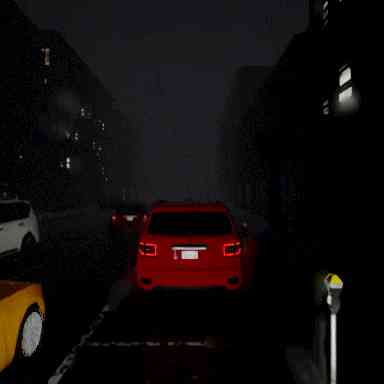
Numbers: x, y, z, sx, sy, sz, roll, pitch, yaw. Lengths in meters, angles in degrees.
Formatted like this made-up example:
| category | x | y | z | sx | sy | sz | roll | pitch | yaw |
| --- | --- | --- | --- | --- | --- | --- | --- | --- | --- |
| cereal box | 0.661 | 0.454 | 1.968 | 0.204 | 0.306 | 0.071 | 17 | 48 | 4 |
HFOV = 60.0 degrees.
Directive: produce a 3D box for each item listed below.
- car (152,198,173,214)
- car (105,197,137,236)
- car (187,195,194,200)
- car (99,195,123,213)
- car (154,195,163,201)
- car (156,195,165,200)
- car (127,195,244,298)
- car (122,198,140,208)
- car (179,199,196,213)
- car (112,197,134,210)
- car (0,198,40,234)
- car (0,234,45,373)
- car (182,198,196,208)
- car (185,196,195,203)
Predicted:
| category | x | y | z | sx | sy | sz | roll | pitch | yaw |
| --- | --- | --- | --- | --- | --- | --- | --- | --- | --- |
| car | -3.144 | 1.477 | 36.330 | 1.882 | 1.535 | 5.008 | 0 | 0 | 0 |
| car | -3.046 | 1.352 | 18.455 | 2.097 | 1.767 | 4.553 | 0 | 0 | 0 |
| car | -0.452 | 1.513 | 93.685 | 1.752 | 1.417 | 4.829 | 0 | 0 | 0 |
| car | -8.833 | 1.314 | 37.157 | 2.192 | 1.841 | 5.009 | 0 | 0 | 0 |
| car | -8.834 | 1.541 | 87.882 | 2.008 | 1.369 | 4.403 | 0 | 0 | 0 |
| car | -8.834 | 1.539 | 93.519 | 2.008 | 1.369 | 4.403 | 0 | 0 | 0 |
| car | -0.038 | 1.229 | 8.679 | 2.150 | 2.045 | 5.566 | 0 | 0 | 0 |
| car | -8.834 | 1.543 | 48.430 | 1.887 | 1.381 | 4.507 | 0 | 0 | 0 |
| car | -0.454 | 1.525 | 37.323 | 1.752 | 1.417 | 4.829 | 0 | 0 | 0 |
| car | -8.834 | 1.439 | 42.793 | 1.967 | 1.590 | 4.097 | 0 | 0 | 0 |
| car | -6.245 | 1.222 | 9.119 | 2.150 | 2.045 | 5.566 | 0 | 0 | 0 |
| car | -3.049 | 1.478 | 2.812 | 1.882 | 1.535 | 5.008 | 0 | 0 | 0 |
| car | -0.454 | 1.543 | 48.426 | 1.887 | 1.381 | 4.507 | 0 | 0 | 0 |
| car | -0.453 | 1.545 | 70.970 | 2.008 | 1.369 | 4.403 | 0 | 0 | 0 |
